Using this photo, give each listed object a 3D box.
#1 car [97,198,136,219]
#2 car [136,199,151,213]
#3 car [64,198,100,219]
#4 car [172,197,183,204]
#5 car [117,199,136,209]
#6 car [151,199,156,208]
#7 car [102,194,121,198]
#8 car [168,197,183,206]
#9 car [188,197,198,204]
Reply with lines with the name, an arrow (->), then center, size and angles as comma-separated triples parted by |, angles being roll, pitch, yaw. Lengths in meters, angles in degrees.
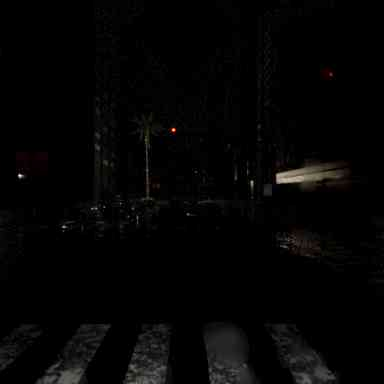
car -> -6.549, 1.542, 29.573 | 1.882, 1.535, 5.008 | 0, 0, 0
car -> -6.531, 1.585, 39.041 | 2.128, 1.511, 4.902 | 0, 0, 0
car -> -9.795, 1.542, 29.837 | 1.882, 1.535, 5.008 | 0, 0, 0
car -> -3.023, 1.788, 69.784 | 1.994, 1.385, 4.181 | 0, 0, 0
car -> -9.748, 1.699, 49.744 | 1.994, 1.385, 4.181 | 0, 0, 0
car -> -6.504, 1.733, 48.929 | 1.895, 1.301, 4.718 | 0, 0, 0
car -> -9.783, 1.318, 39.783 | 2.150, 2.045, 5.566 | 0, 0, 0
car -> -3.046, 1.704, 59.490 | 1.812, 1.442, 4.674 | 0, 0, 0
car -> 0.227, 1.788, 69.803 | 1.994, 1.385, 4.181 | 0, 0, 0
